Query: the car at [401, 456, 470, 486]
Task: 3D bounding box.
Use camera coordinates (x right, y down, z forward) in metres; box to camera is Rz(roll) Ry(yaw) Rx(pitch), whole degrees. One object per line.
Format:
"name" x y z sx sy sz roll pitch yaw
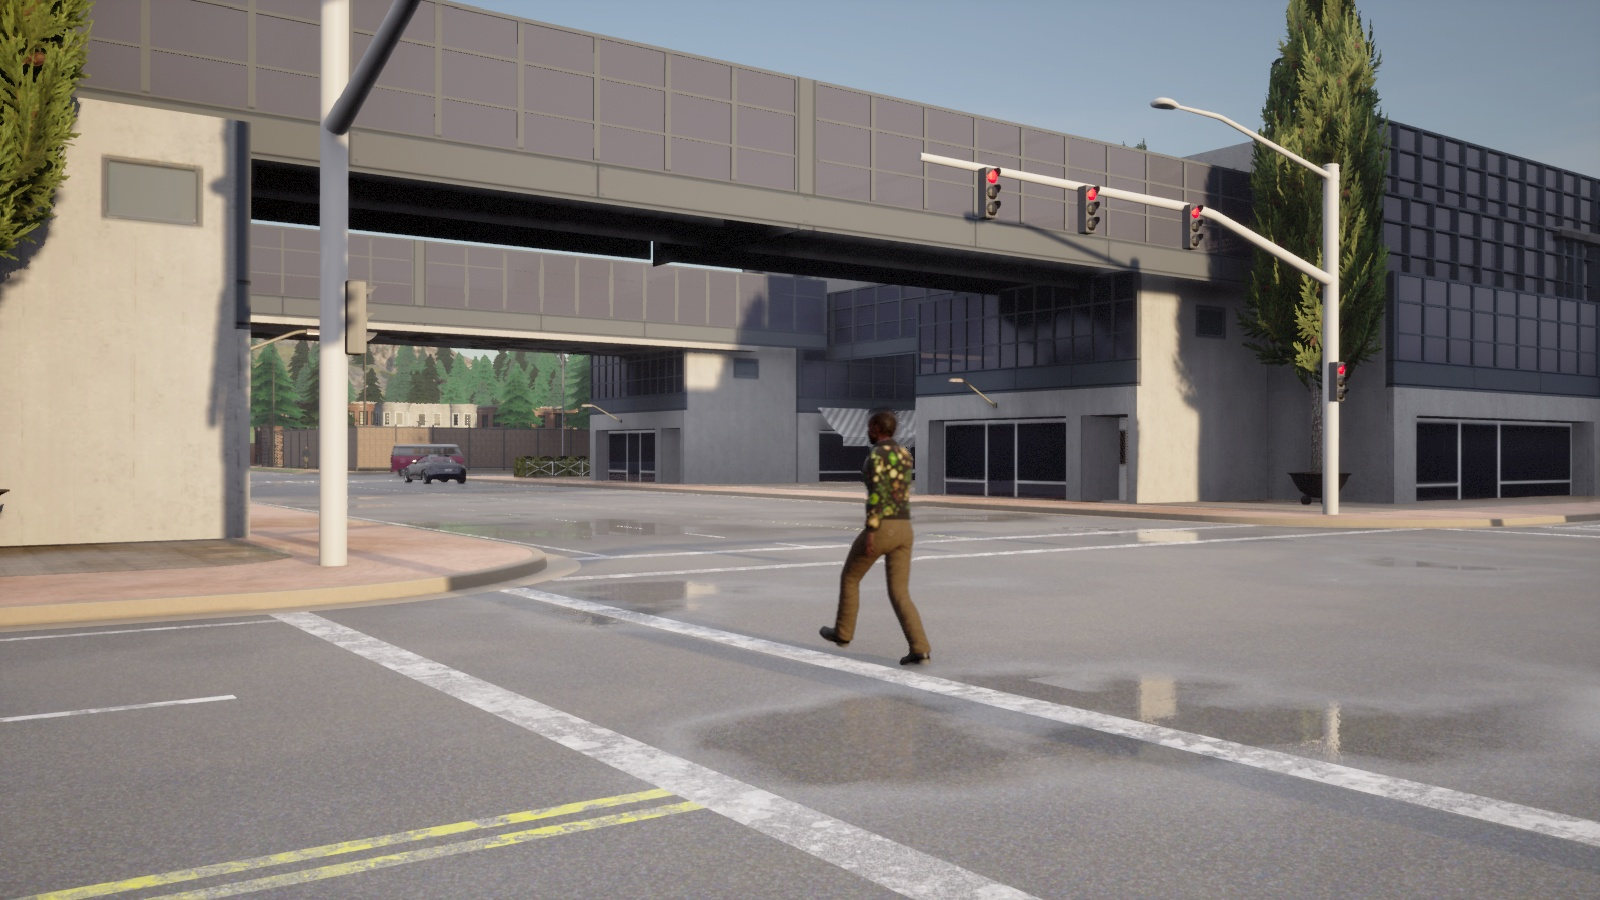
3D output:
"car" -17.685 0.995 60.802 1.994 1.385 4.181 0 0 -34

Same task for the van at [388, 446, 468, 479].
"van" -22.524 0.731 75.988 4.442 1.987 1.775 0 0 -24

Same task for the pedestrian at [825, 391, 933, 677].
"pedestrian" 0.551 0.567 8.877 0.395 1.930 0.692 0 0 -39
